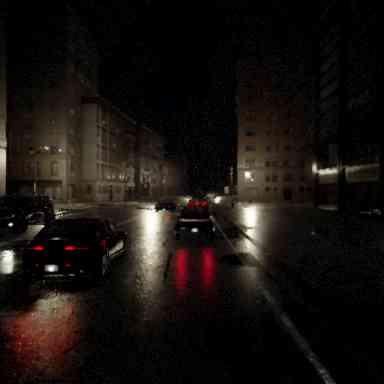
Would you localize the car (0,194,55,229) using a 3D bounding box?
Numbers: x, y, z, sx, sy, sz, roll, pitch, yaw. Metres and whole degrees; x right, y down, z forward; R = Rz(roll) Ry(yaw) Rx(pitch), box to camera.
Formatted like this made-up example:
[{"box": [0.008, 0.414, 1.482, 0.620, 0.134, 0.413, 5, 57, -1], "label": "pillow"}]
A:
[{"box": [-9.798, 1.169, 18.892, 2.150, 2.045, 5.566, 0, 0, 1], "label": "car"}]

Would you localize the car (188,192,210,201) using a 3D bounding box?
[{"box": [0.614, 1.202, 36.954, 2.097, 1.767, 4.553, 0, 0, 2], "label": "car"}]

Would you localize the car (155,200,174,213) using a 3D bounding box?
[{"box": [-2.716, 1.458, 35.432, 1.895, 1.301, 4.718, 0, 0, 2], "label": "car"}]

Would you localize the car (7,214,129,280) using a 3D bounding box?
[{"box": [-3.138, 1.480, 9.860, 1.837, 1.490, 4.892, 0, -1, 0], "label": "car"}]

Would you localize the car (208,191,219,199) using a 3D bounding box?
[{"box": [5.033, 0.741, 85.924, 2.150, 2.045, 5.566, 0, 0, 9], "label": "car"}]

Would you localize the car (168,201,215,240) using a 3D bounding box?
[{"box": [0.133, 1.448, 16.919, 2.128, 1.511, 4.902, 0, 0, 0], "label": "car"}]
